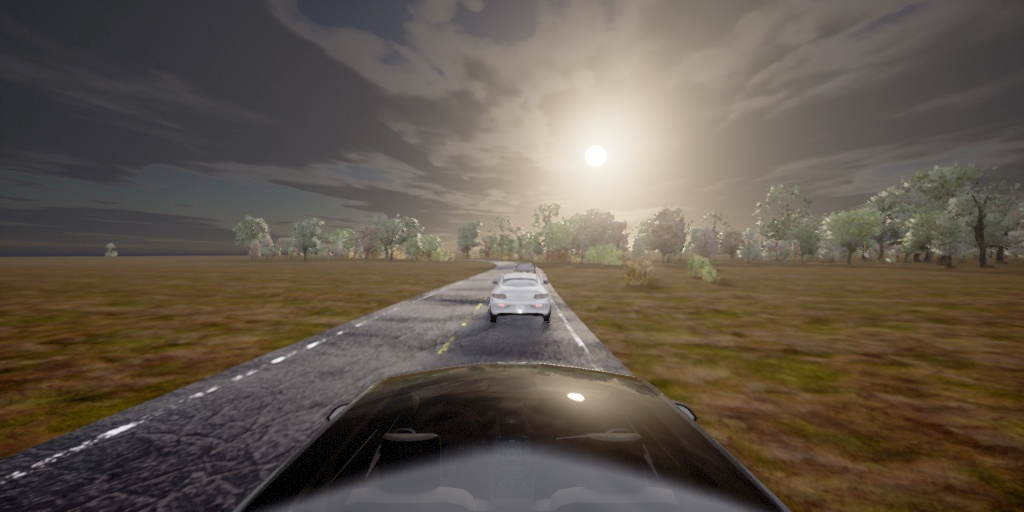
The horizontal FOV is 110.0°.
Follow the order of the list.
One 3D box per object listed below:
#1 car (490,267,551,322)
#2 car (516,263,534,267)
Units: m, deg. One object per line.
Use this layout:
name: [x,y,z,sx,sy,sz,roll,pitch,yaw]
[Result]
car: [0.282,1.267,12.168,1.812,1.442,4.674,0,0,1]
car: [1.094,1.272,29.989,2.033,1.411,5.357,0,0,4]
